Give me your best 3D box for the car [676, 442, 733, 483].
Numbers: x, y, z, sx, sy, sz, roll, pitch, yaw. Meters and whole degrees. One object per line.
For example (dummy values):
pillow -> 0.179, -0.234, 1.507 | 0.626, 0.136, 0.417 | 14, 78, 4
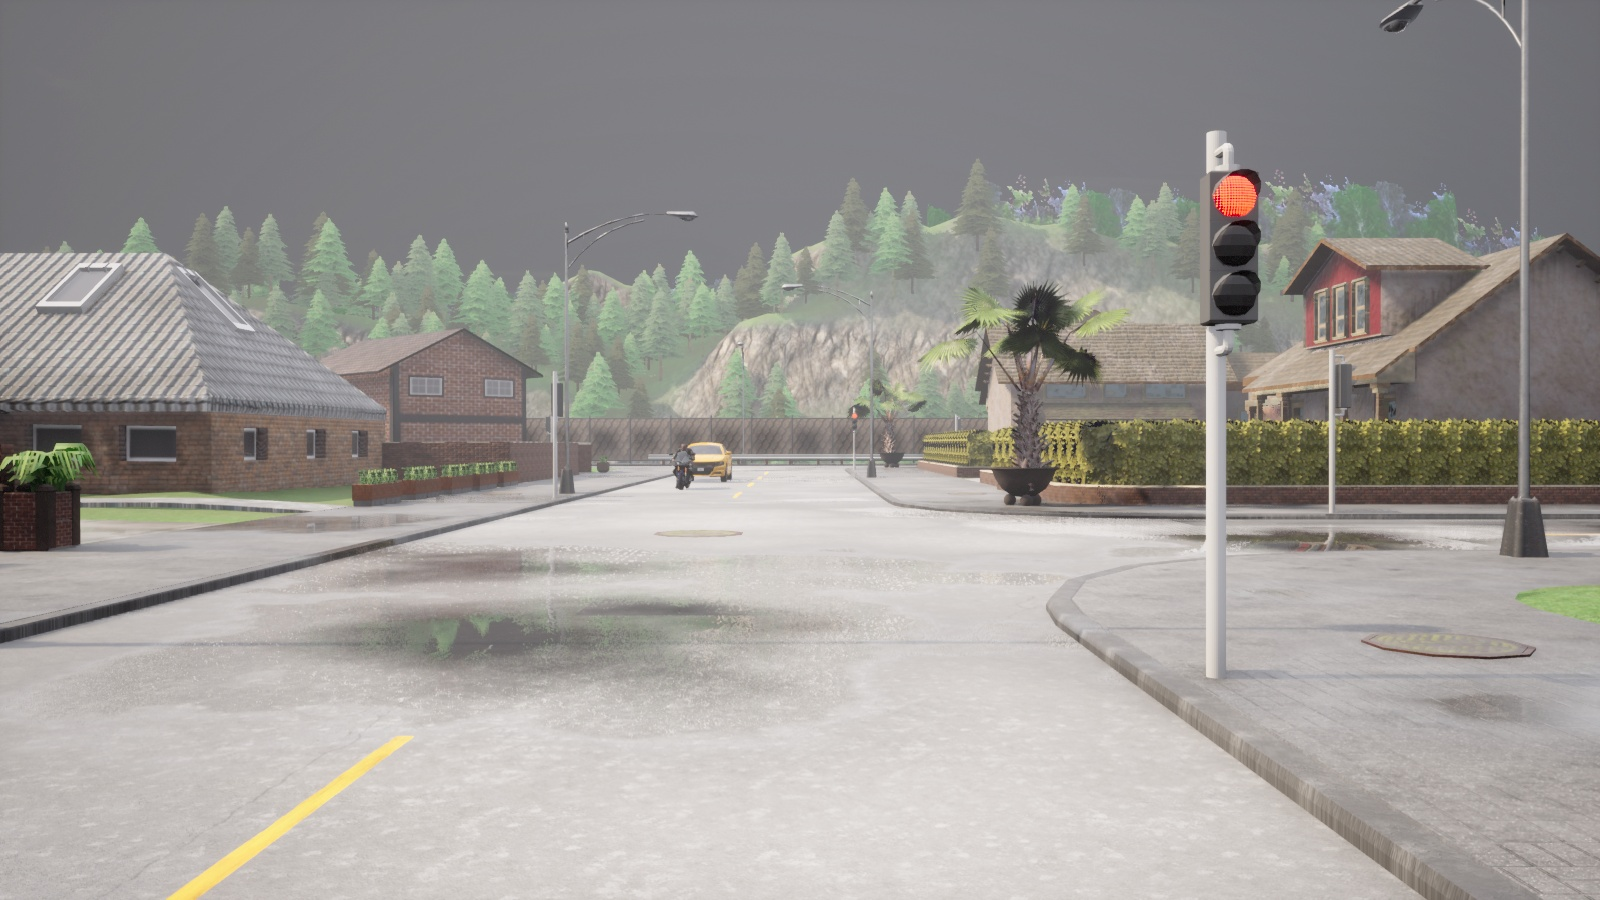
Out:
car -> -3.719, 0.441, 49.599 | 1.882, 1.535, 5.008 | 0, 0, 0

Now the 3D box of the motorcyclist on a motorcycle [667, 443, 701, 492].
motorcyclist on a motorcycle -> -3.750, 0.549, 40.694 | 0.866, 1.530, 2.191 | 0, 0, 1
